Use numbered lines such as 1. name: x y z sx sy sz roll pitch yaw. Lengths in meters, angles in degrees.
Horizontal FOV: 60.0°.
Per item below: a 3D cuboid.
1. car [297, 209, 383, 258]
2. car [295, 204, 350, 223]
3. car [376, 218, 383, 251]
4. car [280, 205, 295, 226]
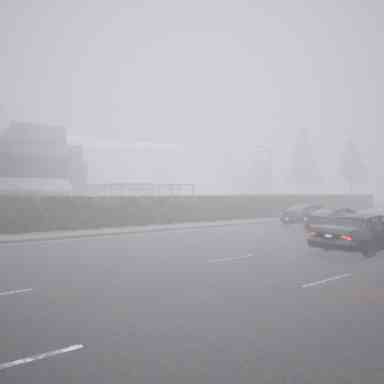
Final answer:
1. car: 6.687 1.547 12.813 5.357 1.411 2.033 0 0 -35
2. car: 7.922 1.526 18.009 4.674 1.442 1.812 0 0 -36
3. car: 7.169 1.477 8.859 5.008 1.535 1.882 0 0 -35
4. car: 7.817 1.526 22.233 4.674 1.442 1.812 0 0 -36
